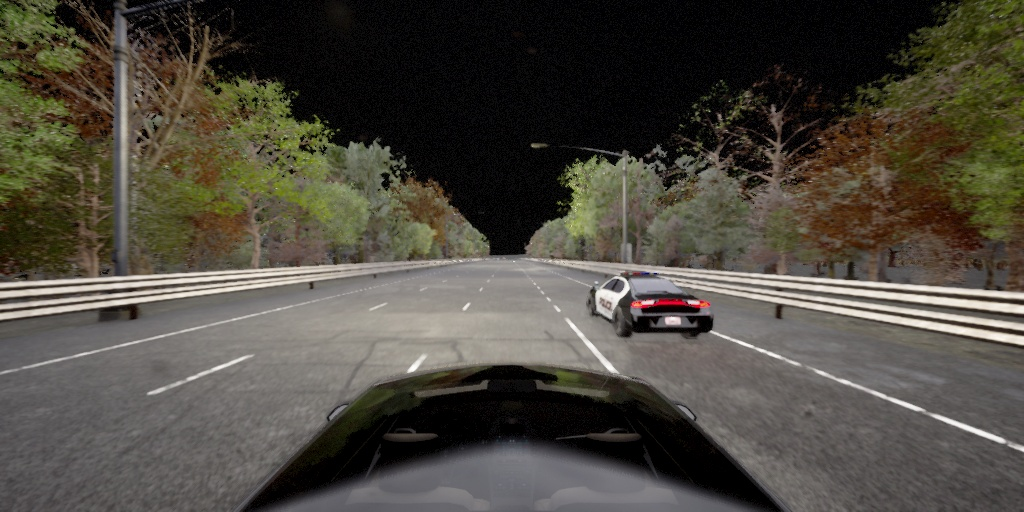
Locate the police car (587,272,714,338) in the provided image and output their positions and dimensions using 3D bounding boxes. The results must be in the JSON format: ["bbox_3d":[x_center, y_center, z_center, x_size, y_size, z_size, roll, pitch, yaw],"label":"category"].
[{"bbox_3d":[3.524,1.245,10.303,2.038,1.542,4.974,0,0,-1],"label":"police car"}]
